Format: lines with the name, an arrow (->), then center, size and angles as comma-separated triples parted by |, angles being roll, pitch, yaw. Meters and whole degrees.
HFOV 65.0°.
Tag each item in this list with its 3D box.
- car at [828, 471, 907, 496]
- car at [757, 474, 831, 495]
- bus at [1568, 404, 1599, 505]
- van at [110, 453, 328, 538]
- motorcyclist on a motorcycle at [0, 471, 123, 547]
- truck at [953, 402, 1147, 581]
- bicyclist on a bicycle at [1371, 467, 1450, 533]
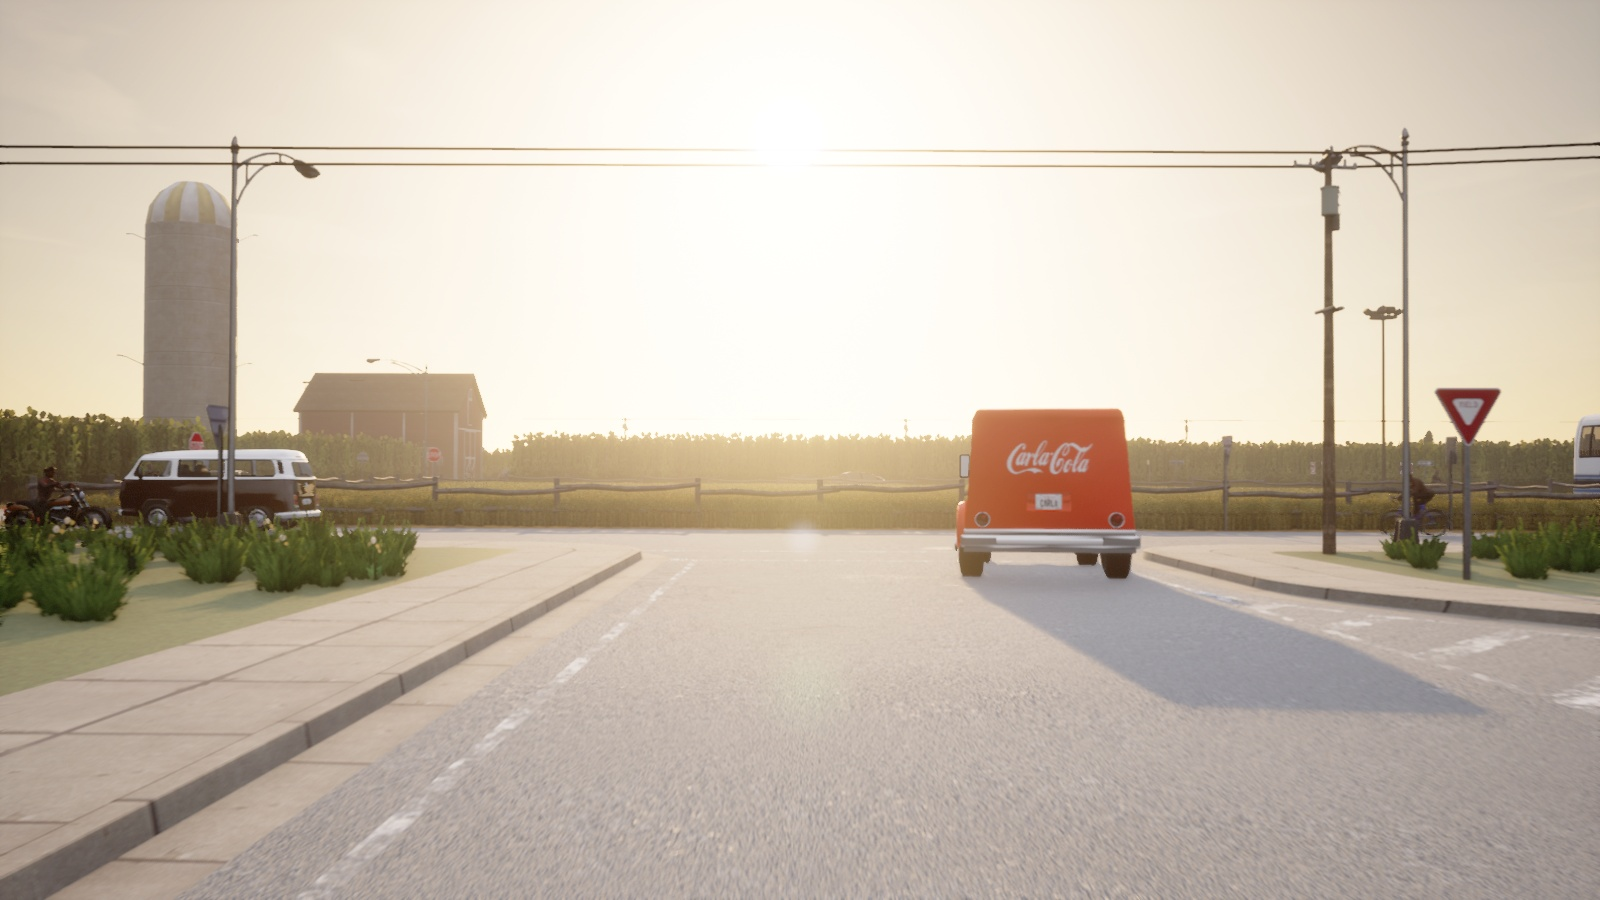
car -> 4.114, 2.040, 77.088 | 4.792, 1.488, 2.163 | 0, -1, 1
car -> -0.359, 2.184, 80.270 | 4.718, 1.301, 1.895 | 0, -1, 1
bus -> 35.981, 0.134, 50.152 | 3.944, 4.253, 10.273 | 0, -1, -3
van -> -14.417, 1.121, 31.352 | 4.480, 2.038, 2.069 | 0, -1, 1
motorcyclist on a motorcycle -> -16.416, 1.298, 27.907 | 2.350, 1.649, 0.766 | 0, -1, 2
truck -> 3.800, 0.643, 20.052 | 2.627, 2.467, 5.204 | -1, -1, 8
bicyclist on a bicycle -> 15.060, 1.226, 30.993 | 1.656, 1.620, 0.582 | 0, -1, 1
